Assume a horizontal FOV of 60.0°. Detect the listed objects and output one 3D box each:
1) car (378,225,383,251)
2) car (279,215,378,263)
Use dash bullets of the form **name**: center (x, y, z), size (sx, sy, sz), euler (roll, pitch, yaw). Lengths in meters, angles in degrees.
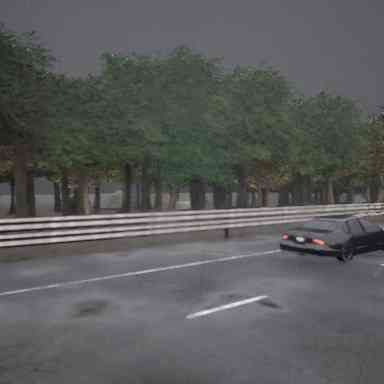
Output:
- **car**: center (7.523, 1.540, 9.115), size (5.357, 1.411, 2.033), euler (0, 0, -35)
- **car**: center (5.461, 1.540, 11.942), size (5.357, 1.411, 2.033), euler (0, 0, -35)
